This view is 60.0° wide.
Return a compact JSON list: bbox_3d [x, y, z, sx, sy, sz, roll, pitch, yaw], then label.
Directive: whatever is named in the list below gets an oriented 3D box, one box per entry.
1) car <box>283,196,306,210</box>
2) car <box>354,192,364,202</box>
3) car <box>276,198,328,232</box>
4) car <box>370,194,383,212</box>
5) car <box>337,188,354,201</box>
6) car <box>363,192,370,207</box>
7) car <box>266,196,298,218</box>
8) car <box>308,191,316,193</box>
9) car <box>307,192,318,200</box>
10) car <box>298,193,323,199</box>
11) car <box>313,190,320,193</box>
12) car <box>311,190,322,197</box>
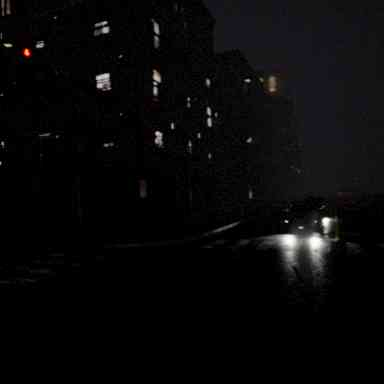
[{"bbox_3d":[11.749,1.179,37.944,2.008,1.369,4.403,-2,0,23],"label":"car"},{"bbox_3d":[26.171,0.715,50.374,2.008,1.369,4.403,-3,0,23],"label":"car"},{"bbox_3d":[6.390,1.331,18.805,2.033,1.411,5.357,-2,0,23],"label":"car"},{"bbox_3d":[17.216,1.014,29.422,1.802,1.307,4.206,-2,0,23],"label":"car"},{"bbox_3d":[25.552,0.416,55.562,2.150,2.045,5.566,-2,0,23],"label":"car"},{"bbox_3d":[19.454,0.915,34.661,2.008,1.369,4.403,-2,0,23],"label":"car"},{"bbox_3d":[7.270,1.315,27.468,2.008,1.369,4.403,-2,0,23],"label":"car"},{"bbox_3d":[18.397,0.956,53.501,1.752,1.417,4.829,-2,0,23],"label":"car"},{"bbox_3d":[25.114,0.763,69.214,1.752,1.417,4.829,-3,0,23],"label":"car"},{"bbox_3d":[10.448,1.136,28.305,1.882,1.535,5.008,-2,0,23],"label":"car"},{"bbox_3d":[22.938,0.739,64.133,1.967,1.590,4.097,-3,0,23],"label":"car"},{"bbox_3d":[31.888,0.365,85.084,2.192,1.841,5.009,-3,0,23],"label":"car"}]
